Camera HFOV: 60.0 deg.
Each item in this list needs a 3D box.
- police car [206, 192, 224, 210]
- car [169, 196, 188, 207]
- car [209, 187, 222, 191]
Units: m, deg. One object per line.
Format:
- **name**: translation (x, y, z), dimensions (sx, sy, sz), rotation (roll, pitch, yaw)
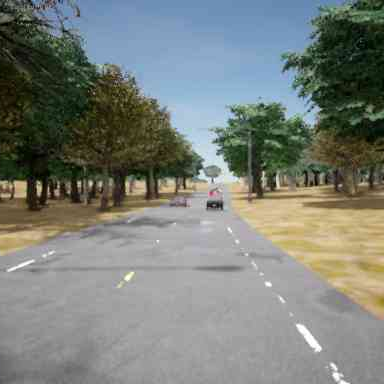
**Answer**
- **police car**: translation (2.578, 1.161, 37.675), dimensions (1.930, 1.638, 5.238), rotation (0, 1, 4)
- **car**: translation (-1.642, 1.231, 42.450), dimensions (1.994, 1.385, 4.181), rotation (0, 1, 5)
- **car**: translation (4.891, 0.225, 71.468), dimensions (2.150, 2.045, 5.566), rotation (0, 1, 6)
